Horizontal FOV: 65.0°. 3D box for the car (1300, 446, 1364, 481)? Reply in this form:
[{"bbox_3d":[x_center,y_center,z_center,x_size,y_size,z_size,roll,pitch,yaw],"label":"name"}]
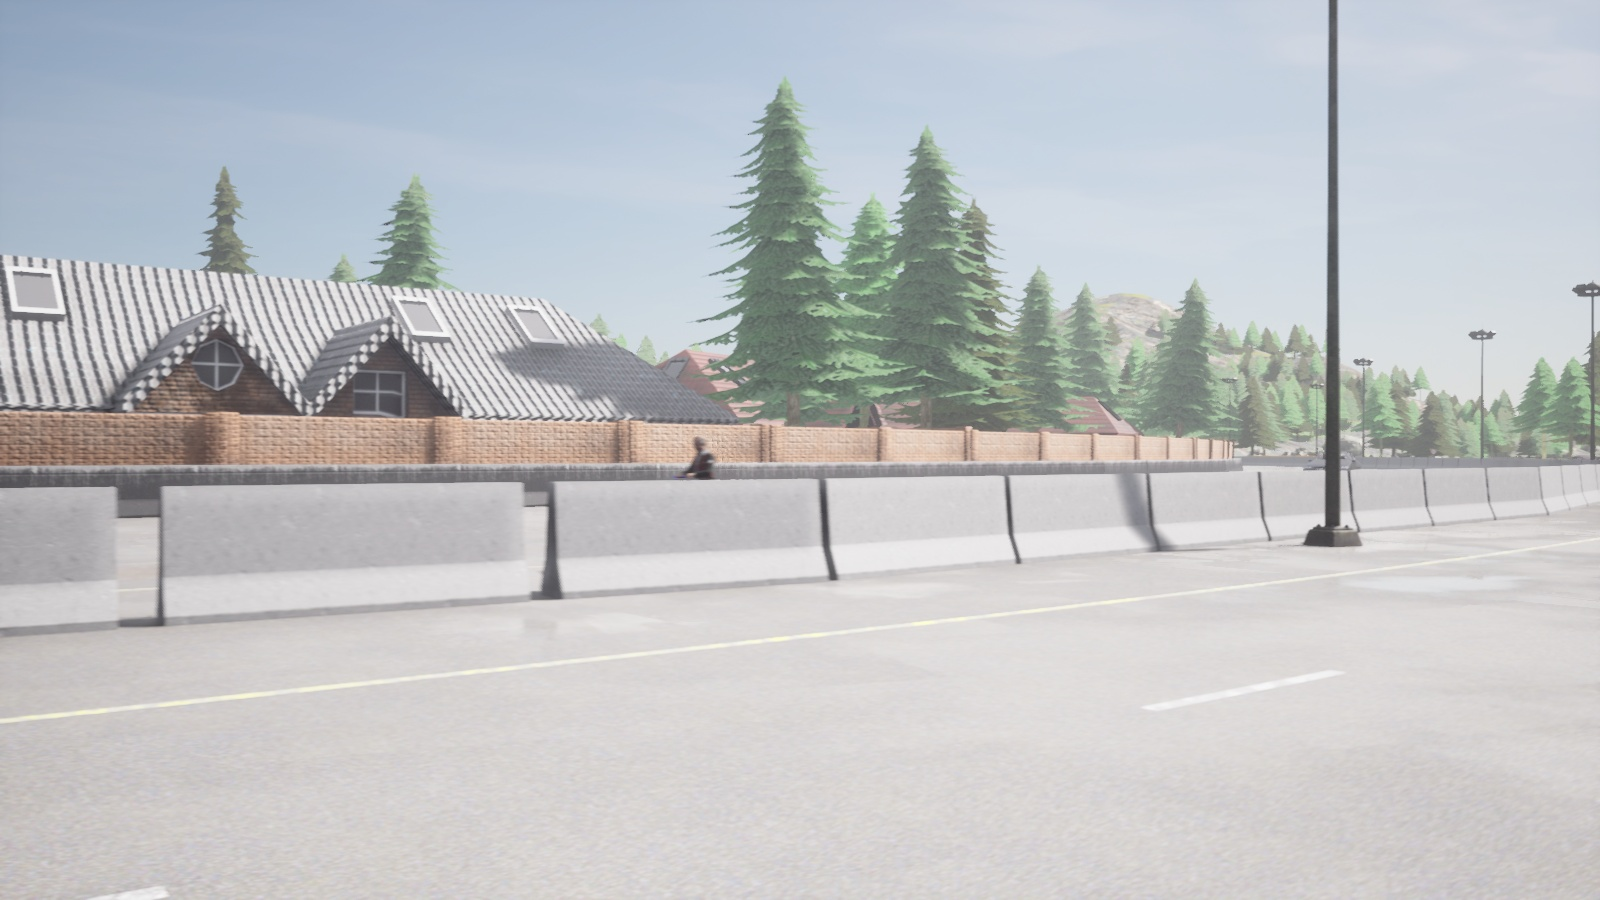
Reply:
[{"bbox_3d":[26.242,0.623,61.875,2.152,1.651,5.027,0,0,32],"label":"car"}]
